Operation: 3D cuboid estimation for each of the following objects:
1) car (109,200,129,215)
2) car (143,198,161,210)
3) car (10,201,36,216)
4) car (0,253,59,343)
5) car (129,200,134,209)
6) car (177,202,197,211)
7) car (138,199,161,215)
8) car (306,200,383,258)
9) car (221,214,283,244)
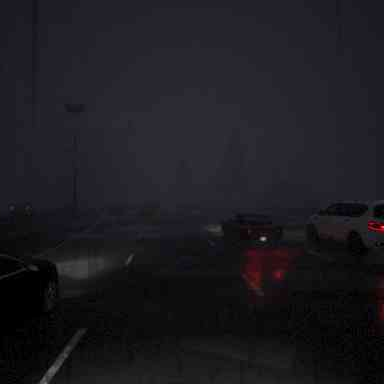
[{"bbox_3d":[-9.178,2.019,41.015,1.812,1.442,4.674,0,-1,-16],"label":"car"},{"bbox_3d":[-6.762,1.998,55.837,2.097,1.767,4.553,0,0,-21],"label":"car"},{"bbox_3d":[-19.832,1.876,39.107,2.097,1.767,4.553,0,-1,-16],"label":"car"},{"bbox_3d":[-3.517,1.562,4.756,2.128,1.511,4.902,0,-1,-2],"label":"car"},{"bbox_3d":[-11.363,2.184,58.179,2.128,1.511,4.902,0,-1,-22],"label":"car"},{"bbox_3d":[-0.829,2.156,50.280,1.895,1.301,4.718,0,-1,-19],"label":"car"},{"bbox_3d":[-5.495,1.949,40.571,1.882,1.535,5.008,0,-1,-15],"label":"car"},{"bbox_3d":[6.684,1.339,13.486,2.150,2.045,5.566,0,-1,-6],"label":"car"},{"bbox_3d":[2.803,1.772,16.726,1.895,1.301,4.718,0,-1,-8],"label":"car"}]
